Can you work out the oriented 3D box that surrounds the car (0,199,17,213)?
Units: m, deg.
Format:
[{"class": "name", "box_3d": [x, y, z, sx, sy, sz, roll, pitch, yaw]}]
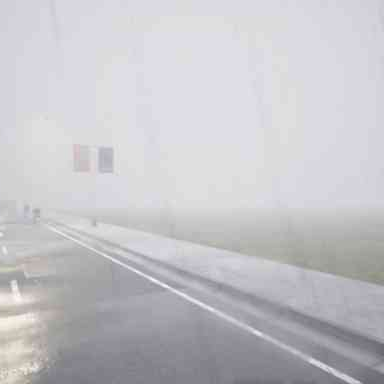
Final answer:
[{"class": "car", "box_3d": [-28.863, 2.190, 52.274, 2.150, 2.045, 5.566, 0, -1, -32]}]

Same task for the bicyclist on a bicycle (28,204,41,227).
[{"class": "bicyclist on a bicycle", "box_3d": [-12.130, 1.830, 26.004, 0.659, 1.776, 1.843, 0, -1, -31]}]

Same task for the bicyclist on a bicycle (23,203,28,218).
[{"class": "bicyclist on a bicycle", "box_3d": [-16.874, 1.977, 33.883, 0.659, 1.776, 1.843, 0, -1, -31]}]

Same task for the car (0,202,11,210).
[{"class": "car", "box_3d": [-36.324, 2.761, 64.454, 1.994, 1.385, 4.181, 0, -1, -31]}]
